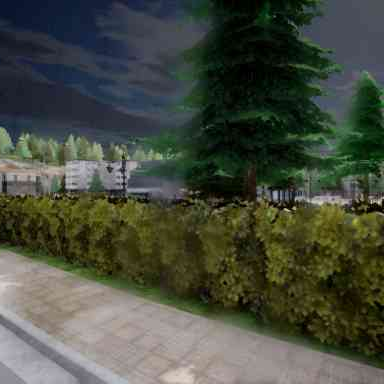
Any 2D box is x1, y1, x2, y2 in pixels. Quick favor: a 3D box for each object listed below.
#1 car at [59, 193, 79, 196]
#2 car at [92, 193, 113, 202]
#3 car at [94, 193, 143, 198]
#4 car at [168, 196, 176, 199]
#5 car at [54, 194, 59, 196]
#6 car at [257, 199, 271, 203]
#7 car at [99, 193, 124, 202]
[{"bbox_3d":[-28.351,1.154,79.501,2.152,1.636,5.027,0,0,43],"label":"car"},{"bbox_3d":[-19.071,1.077,70.693,1.905,1.878,3.866,0,0,43],"label":"car"},{"bbox_3d":[-6.987,1.221,31.793,2.150,2.045,5.566,0,0,43],"label":"car"},{"bbox_3d":[-3.296,1.374,56.098,1.845,1.501,3.633,0,0,43],"label":"car"},{"bbox_3d":[-33.228,1.232,83.685,1.970,1.475,3.806,0,0,43],"label":"car"},{"bbox_3d":[9.212,1.353,43.767,2.097,1.767,4.553,0,0,43],"label":"car"},{"bbox_3d":[-16.680,1.097,68.992,1.932,1.855,4.605,0,0,43],"label":"car"}]
